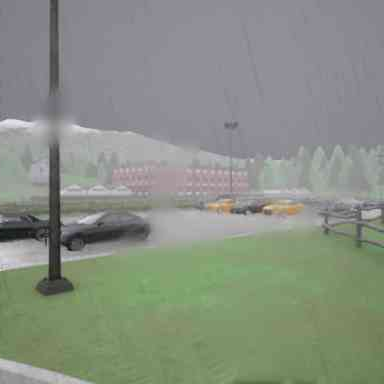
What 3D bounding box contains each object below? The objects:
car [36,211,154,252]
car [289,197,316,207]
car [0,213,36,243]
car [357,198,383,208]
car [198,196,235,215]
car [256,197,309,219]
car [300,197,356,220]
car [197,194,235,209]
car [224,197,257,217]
[{"bbox_3d":[-3.798,1.552,14.243,4.674,1.442,1.812,0,0,-42],"label":"car"},{"bbox_3d":[17.447,1.566,52.206,4.892,1.490,1.837,0,0,-42],"label":"car"},{"bbox_3d":[-8.362,1.641,14.837,4.718,1.301,1.895,0,0,-42],"label":"car"},{"bbox_3d":[24.467,1.526,44.399,5.357,1.411,2.033,0,0,-42],"label":"car"},{"bbox_3d":[3.397,1.505,34.967,5.008,1.535,1.882,0,0,-42],"label":"car"},{"bbox_3d":[8.325,1.485,29.987,5.008,1.535,1.882,0,0,-42],"label":"car"},{"bbox_3d":[11.614,1.487,28.241,4.902,1.511,2.128,0,0,-42],"label":"car"},{"bbox_3d":[3.066,1.255,39.392,5.566,2.045,2.150,0,0,-42],"label":"car"},{"bbox_3d":[5.741,1.495,32.368,5.008,1.535,1.882,0,0,-42],"label":"car"}]
